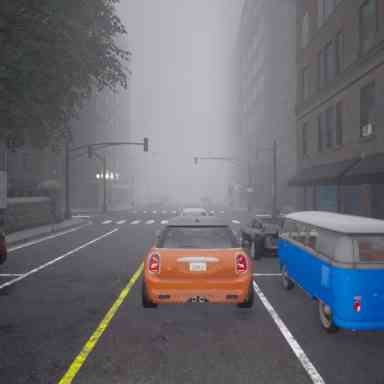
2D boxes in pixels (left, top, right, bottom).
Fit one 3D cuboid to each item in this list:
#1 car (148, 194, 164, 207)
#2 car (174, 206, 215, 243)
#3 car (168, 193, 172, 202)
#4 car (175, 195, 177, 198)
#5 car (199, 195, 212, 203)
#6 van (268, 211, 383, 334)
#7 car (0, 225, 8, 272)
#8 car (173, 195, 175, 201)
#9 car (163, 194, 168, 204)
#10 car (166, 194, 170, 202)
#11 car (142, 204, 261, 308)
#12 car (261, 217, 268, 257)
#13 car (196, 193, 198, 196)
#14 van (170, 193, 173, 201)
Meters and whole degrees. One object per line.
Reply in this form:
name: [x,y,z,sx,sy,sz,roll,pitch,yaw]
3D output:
car: [-5.652,1.498,50.001,1.752,1.417,4.829,0,0,0]
car: [0.107,1.521,17.075,1.812,1.442,4.674,0,0,0]
car: [-5.647,1.515,66.524,1.887,1.381,4.507,0,0,0]
car: [-5.642,1.290,82.876,2.192,1.841,5.009,0,0,0]
car: [2.877,1.410,66.557,1.967,1.590,4.097,0,0,0]
van: [2.858,1.340,6.520,1.690,1.788,3.998,0,0,0]
car: [-5.667,1.314,6.482,2.192,1.841,5.009,0,0,0]
car: [-5.643,1.523,77.425,2.008,1.369,4.403,0,0,0]
car: [-5.650,1.522,55.622,2.008,1.369,4.403,0,0,0]
car: [-5.649,1.515,61.073,1.887,1.381,4.507,0,0,0]
car: [0.105,1.351,8.074,2.097,1.767,4.553,0,0,0]
car: [2.860,1.563,12.180,1.947,1.339,4.313,0,0,0]
car: [2.887,1.507,93.969,1.752,1.417,4.829,0,0,0]
van: [-5.646,1.312,71.974,1.690,1.788,3.998,0,0,0]
